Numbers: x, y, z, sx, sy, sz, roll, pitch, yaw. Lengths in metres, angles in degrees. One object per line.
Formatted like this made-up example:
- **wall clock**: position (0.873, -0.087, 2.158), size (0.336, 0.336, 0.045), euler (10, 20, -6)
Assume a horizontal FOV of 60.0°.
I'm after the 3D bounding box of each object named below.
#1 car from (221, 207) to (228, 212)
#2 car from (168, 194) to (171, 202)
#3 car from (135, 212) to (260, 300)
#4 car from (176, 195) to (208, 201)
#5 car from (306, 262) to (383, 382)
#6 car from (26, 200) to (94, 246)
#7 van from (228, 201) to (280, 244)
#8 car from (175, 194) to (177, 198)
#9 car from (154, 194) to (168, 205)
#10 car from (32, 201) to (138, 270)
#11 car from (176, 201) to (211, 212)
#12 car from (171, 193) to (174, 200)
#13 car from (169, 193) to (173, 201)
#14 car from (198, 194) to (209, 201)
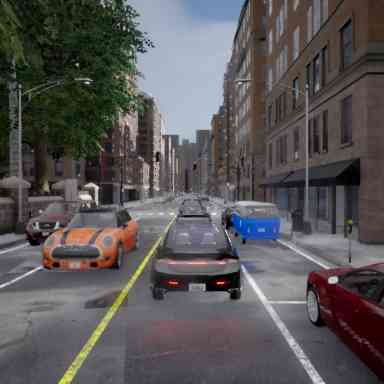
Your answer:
- **car**: position (2.848, 1.557, 21.130), size (1.947, 1.339, 4.313), euler (0, 0, 0)
- **car**: position (-5.693, 1.502, 64.566), size (2.008, 1.369, 4.403), euler (0, 0, 0)
- **car**: position (0.097, 1.490, 8.370), size (2.128, 1.511, 4.902), euler (0, 0, 0)
- **car**: position (-0.011, 1.338, 27.486), size (2.097, 1.767, 4.553), euler (0, 0, 0)
- **car**: position (2.853, 1.544, 4.149), size (1.887, 1.381, 4.507), euler (0, 0, 0)
- **car**: position (-5.676, 1.310, 15.426), size (2.192, 1.841, 5.009), euler (0, 0, 0)
- **van**: position (2.849, 1.336, 15.469), size (1.690, 1.788, 3.998), euler (0, 0, 0)
- **car**: position (-5.701, 1.496, 86.369), size (2.008, 1.369, 4.403), euler (0, 0, 0)
- **car**: position (-5.691, 1.480, 58.945), size (1.752, 1.417, 4.829), euler (0, 0, 0)
- **car**: position (-3.095, 1.349, 11.042), size (2.097, 1.767, 4.553), euler (0, 0, 0)
- **car**: position (0.092, 1.485, 18.309), size (2.128, 1.511, 4.902), euler (0, 0, 0)
- **car**: position (-5.697, 1.491, 75.468), size (1.887, 1.381, 4.507), euler (0, 0, 0)
- **car**: position (-5.695, 1.493, 70.017), size (1.887, 1.381, 4.507), euler (0, 0, 0)
- **car**: position (2.827, 1.387, 75.506), size (1.967, 1.590, 4.097), euler (0, 0, 0)
